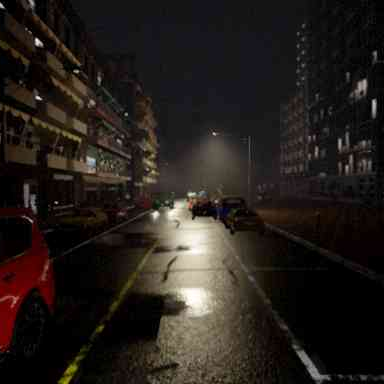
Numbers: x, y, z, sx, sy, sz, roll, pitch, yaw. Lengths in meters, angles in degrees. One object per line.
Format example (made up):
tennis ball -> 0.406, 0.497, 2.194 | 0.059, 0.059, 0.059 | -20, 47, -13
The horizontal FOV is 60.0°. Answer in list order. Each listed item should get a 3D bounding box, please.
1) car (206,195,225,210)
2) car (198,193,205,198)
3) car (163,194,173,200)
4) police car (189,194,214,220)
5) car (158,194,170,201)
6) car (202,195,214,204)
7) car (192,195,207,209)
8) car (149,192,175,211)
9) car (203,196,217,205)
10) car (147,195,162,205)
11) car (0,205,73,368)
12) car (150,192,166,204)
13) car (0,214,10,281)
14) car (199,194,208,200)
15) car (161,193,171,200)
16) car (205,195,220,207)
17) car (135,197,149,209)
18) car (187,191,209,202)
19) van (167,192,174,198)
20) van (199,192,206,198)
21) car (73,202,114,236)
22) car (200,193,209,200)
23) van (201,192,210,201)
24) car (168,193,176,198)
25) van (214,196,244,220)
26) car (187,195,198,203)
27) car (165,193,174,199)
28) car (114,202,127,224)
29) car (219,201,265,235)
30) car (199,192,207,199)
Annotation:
car -> 2.697, 1.172, 39.683 | 1.967, 1.590, 4.097 | 0, 0, 0
car -> 2.715, 0.947, 95.119 | 1.752, 1.417, 4.829 | 0, 0, 0
car -> -5.670, 1.073, 78.372 | 1.947, 1.339, 4.313 | 0, 0, 0
police car -> 0.909, 1.243, 26.211 | 1.930, 1.638, 5.238 | 0, 0, 0
car -> -5.674, 1.118, 67.320 | 2.008, 1.369, 4.403 | 0, 0, 0
car -> 2.703, 1.214, 56.263 | 1.802, 1.307, 4.206 | 0, 0, 0
car -> 0.900, 1.172, 42.294 | 1.801, 1.575, 5.366 | 0, 0, 0
car -> -3.084, 0.971, 37.386 | 2.150, 2.045, 5.566 | 0, 0, 0
car -> 2.701, 1.247, 50.738 | 1.802, 1.307, 4.206 | 0, 0, 0
car -> -5.680, 1.191, 50.570 | 1.752, 1.417, 4.829 | 0, 0, 0
car -> -3.100, 1.202, 2.770 | 2.150, 2.045, 5.566 | 0, 0, 0
car -> -5.679, 0.947, 56.265 | 2.192, 1.841, 5.009 | 0, 0, 0
car -> -5.694, 1.392, 6.527 | 1.967, 1.590, 4.097 | 0, 0, 0
car -> 2.710, 1.073, 78.370 | 1.947, 1.339, 4.313 | 0, 0, 0
car -> -5.673, 0.977, 72.844 | 1.967, 1.590, 4.097 | 0, 0, 0
car -> 2.699, 1.223, 45.380 | 1.752, 1.417, 4.829 | 0, 0, 0
car -> -5.683, 1.276, 39.687 | 1.887, 1.381, 4.507 | 0, 0, 0
car -> 0.773, 1.106, 36.114 | 2.097, 1.767, 4.553 | 0, 0, 3
van -> -5.669, 0.791, 89.425 | 1.690, 1.788, 3.998 | 0, 0, 0
van -> 2.712, 0.791, 89.423 | 1.690, 1.788, 3.998 | 0, 0, 0
car -> -5.689, 1.401, 17.411 | 1.752, 1.417, 4.829 | 0, 0, 0
car -> 2.708, 1.061, 73.012 | 1.752, 1.417, 4.829 | 0, 0, 0
van -> 2.705, 0.909, 67.315 | 1.690, 1.788, 3.998 | 0, 0, 0
car -> -5.665, 1.004, 94.952 | 1.802, 1.307, 4.206 | 0, 0, 0
van -> 2.692, 1.179, 23.102 | 1.690, 1.788, 3.998 | 0, 0, 0
car -> 0.020, 1.208, 60.496 | 1.895, 1.301, 4.718 | 0, 0, 0
car -> -5.669, 1.023, 83.899 | 1.887, 1.381, 4.507 | 0, 0, 0
car -> -5.687, 1.382, 23.106 | 1.887, 1.381, 4.507 | 0, 0, 0
car -> 2.691, 1.399, 17.748 | 1.752, 1.417, 4.829 | 0, 0, 0
car -> 2.711, 0.918, 83.895 | 1.967, 1.590, 4.097 | 0, 0, 0
